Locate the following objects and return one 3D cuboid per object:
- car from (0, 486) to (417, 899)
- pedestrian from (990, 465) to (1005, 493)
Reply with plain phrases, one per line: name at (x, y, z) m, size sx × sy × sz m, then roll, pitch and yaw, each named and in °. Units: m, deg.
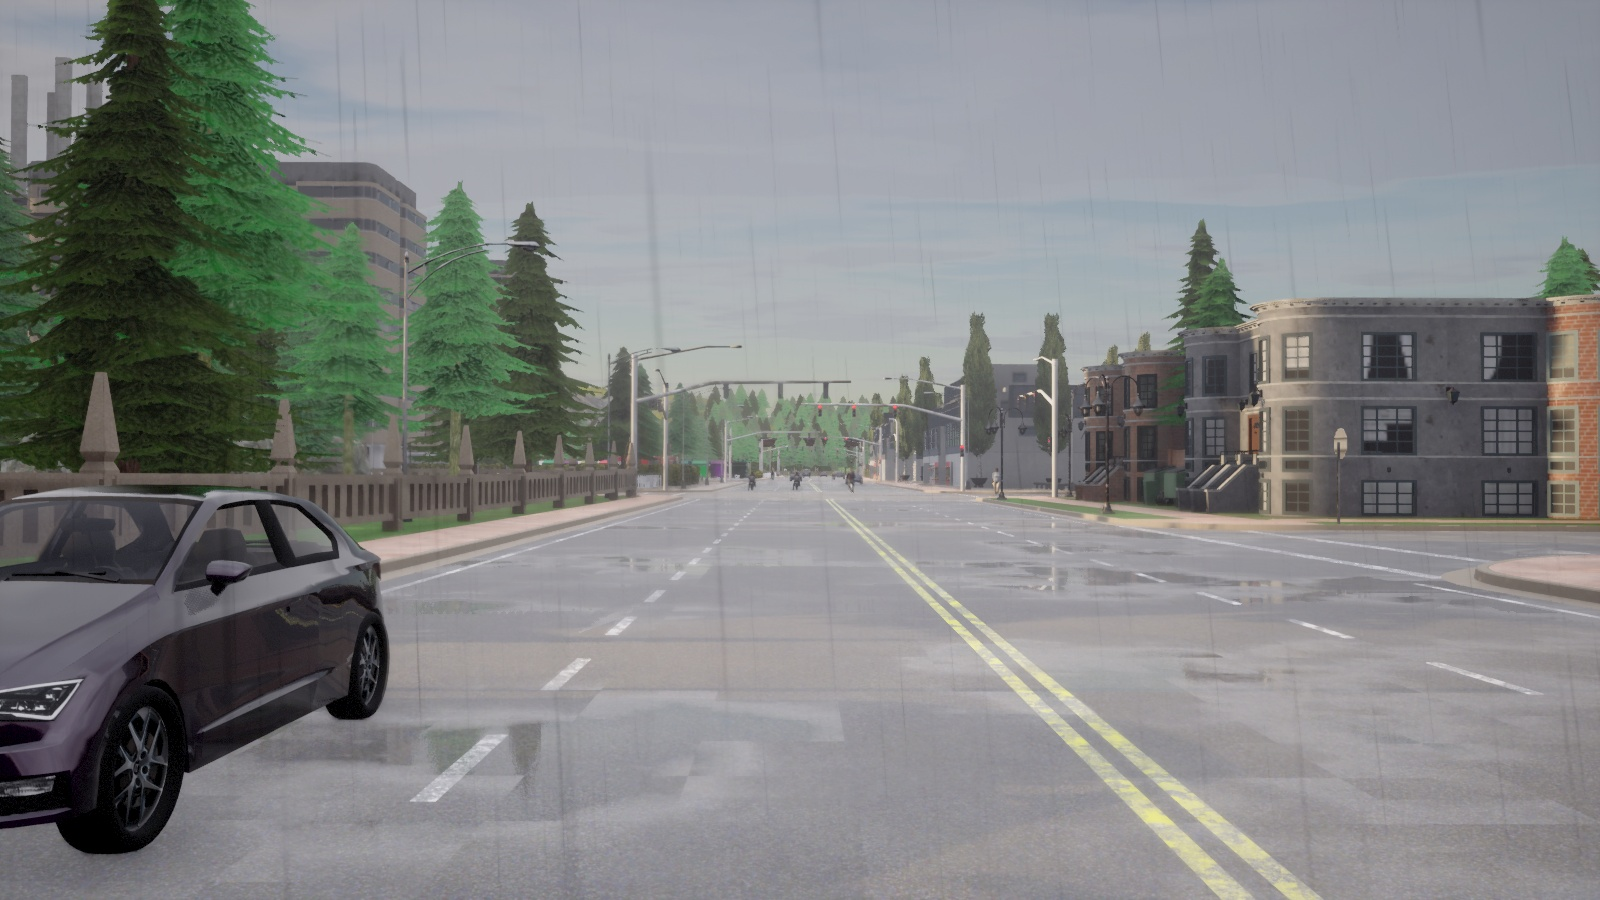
car at (-3.515, 0.951, 6.460) m, size 1.816 × 1.474 × 4.193 m, roll 0°, pitch -1°, yaw 0°
pedestrian at (13.132, 1.951, 83.594) m, size 0.874 × 1.855 × 0.900 m, roll 0°, pitch -1°, yaw 2°
